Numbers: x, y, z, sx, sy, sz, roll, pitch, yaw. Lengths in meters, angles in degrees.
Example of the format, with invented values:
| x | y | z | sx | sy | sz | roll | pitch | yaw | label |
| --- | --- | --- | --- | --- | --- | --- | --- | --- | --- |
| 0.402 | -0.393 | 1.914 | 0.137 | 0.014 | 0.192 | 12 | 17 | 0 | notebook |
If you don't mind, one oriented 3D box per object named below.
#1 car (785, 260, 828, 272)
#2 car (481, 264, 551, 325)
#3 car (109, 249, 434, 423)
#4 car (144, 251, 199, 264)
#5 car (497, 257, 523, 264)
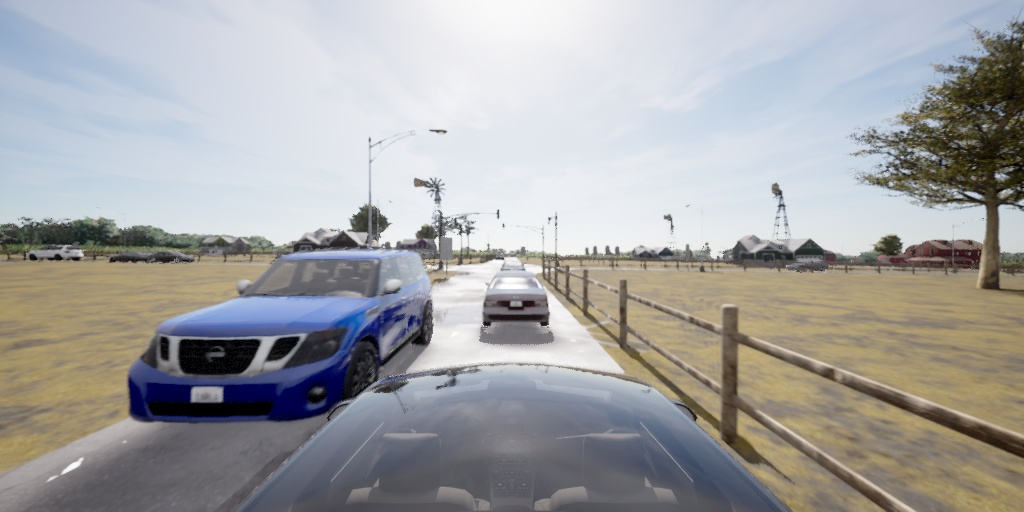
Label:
| x | y | z | sx | sy | sz | roll | pitch | yaw | label |
| --- | --- | --- | --- | --- | --- | --- | --- | --- | --- |
| 38.818 | 1.328 | 47.373 | 4.902 | 1.511 | 2.128 | 1 | -1 | 1 | car |
| 0.097 | 1.157 | 11.114 | 2.033 | 1.411 | 5.357 | 0 | 1 | 0 | car |
| -2.850 | 0.903 | 6.108 | 2.150 | 2.045 | 5.566 | 0 | 1 | 0 | car |
| -41.592 | 0.193 | 43.856 | 4.892 | 1.490 | 1.837 | 1 | -1 | 0 | car |
| 0.107 | 1.003 | 27.393 | 1.895 | 1.301 | 4.718 | 0 | 1 | 1 | car |
